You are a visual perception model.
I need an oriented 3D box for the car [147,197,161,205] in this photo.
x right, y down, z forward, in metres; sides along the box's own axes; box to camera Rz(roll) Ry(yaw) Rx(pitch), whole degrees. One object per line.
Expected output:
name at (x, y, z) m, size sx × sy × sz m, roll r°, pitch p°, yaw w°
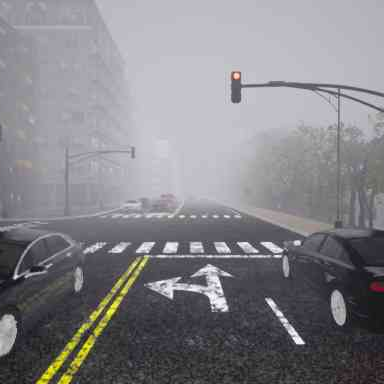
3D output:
car at (-6.811, 1.619, 60.373) m, size 1.895 × 1.301 × 4.718 m, roll 0°, pitch 0°, yaw 0°

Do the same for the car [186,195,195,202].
car at (-0.317, 1.387, 78.432) m, size 2.097 × 1.767 × 4.553 m, roll 0°, pitch 0°, yaw 0°

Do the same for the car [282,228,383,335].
car at (3.326, 1.477, 6.891) m, size 1.882 × 1.535 × 5.008 m, roll 0°, pitch 0°, yaw 0°

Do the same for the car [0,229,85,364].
car at (-3.372, 1.504, 5.880) m, size 1.837 × 1.490 × 4.892 m, roll 0°, pitch 0°, yaw 0°

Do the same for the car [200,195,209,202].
car at (2.934, 1.558, 78.585) m, size 2.128 × 1.511 × 4.902 m, roll 0°, pitch 0°, yaw 0°

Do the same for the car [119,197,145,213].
car at (-6.749, 1.530, 37.201) m, size 1.812 × 1.442 × 4.674 m, roll 0°, pitch 0°, yaw 0°

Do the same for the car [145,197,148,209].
car at (-6.783, 1.486, 46.417) m, size 1.882 × 1.535 × 5.008 m, roll 0°, pitch 0°, yaw 0°

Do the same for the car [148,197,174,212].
car at (-3.493, 1.569, 37.826) m, size 1.994 × 1.385 × 4.181 m, roll 0°, pitch 0°, yaw 1°

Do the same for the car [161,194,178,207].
car at (-3.537, 1.233, 47.426) m, size 2.150 × 2.045 × 5.566 m, roll 0°, pitch 0°, yaw 0°

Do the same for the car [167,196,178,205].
car at (-3.566, 1.544, 61.938) m, size 1.812 × 1.442 × 4.674 m, roll 0°, pitch 0°, yaw 0°
